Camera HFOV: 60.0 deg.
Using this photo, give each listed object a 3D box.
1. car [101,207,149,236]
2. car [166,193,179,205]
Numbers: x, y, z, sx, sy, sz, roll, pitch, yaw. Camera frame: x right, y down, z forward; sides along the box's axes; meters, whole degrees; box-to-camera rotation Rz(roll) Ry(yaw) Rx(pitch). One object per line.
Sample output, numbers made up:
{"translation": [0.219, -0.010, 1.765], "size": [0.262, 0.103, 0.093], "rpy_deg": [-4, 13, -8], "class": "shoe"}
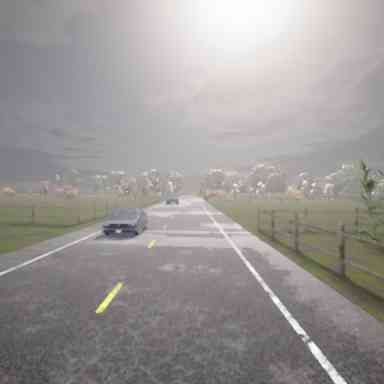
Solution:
{"translation": [-3.599, 1.564, 18.977], "size": [2.033, 1.411, 5.357], "rpy_deg": [0, 0, 0], "class": "car"}
{"translation": [-3.525, 1.278, 60.864], "size": [2.150, 2.045, 5.566], "rpy_deg": [0, 0, 1], "class": "car"}
